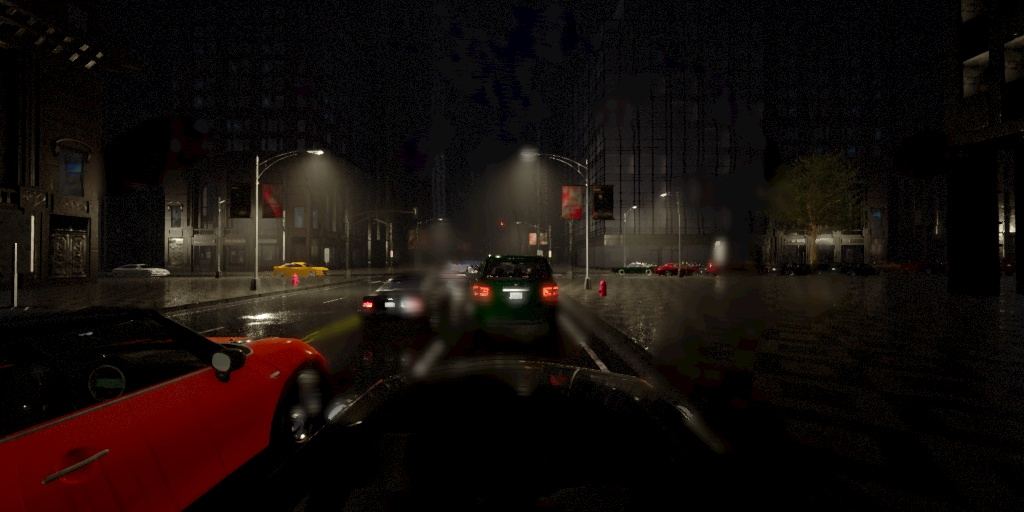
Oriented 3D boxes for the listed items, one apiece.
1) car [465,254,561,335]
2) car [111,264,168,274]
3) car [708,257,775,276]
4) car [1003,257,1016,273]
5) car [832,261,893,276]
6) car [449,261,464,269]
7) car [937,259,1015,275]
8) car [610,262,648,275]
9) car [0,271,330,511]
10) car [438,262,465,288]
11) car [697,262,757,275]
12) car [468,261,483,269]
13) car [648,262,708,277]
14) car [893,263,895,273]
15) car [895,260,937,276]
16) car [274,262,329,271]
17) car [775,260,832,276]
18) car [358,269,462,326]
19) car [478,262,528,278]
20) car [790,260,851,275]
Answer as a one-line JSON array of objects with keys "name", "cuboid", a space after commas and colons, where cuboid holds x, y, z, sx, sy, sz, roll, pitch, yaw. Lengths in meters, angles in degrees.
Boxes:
[{"name": "car", "cuboid": [0.114, 0.979, 10.641, 2.150, 2.045, 5.566, 0, 0, 0]}, {"name": "car", "cuboid": [-36.712, 1.517, 35.468, 4.674, 1.442, 1.812, 0, -1, 0]}, {"name": "car", "cuboid": [21.005, 1.041, 33.421, 5.009, 1.841, 2.192, 0, 0, -1]}, {"name": "car", "cuboid": [49.195, 0.972, 33.814, 5.009, 1.841, 2.192, 0, 0, -1]}, {"name": "car", "cuboid": [32.280, 1.259, 33.578, 4.313, 1.339, 1.948, 0, 0, -1]}, {"name": "car", "cuboid": [-9.718, 1.571, 63.188, 1.812, 1.442, 4.674, 0, 0, 1]}, {"name": "car", "cuboid": [43.556, 1.213, 33.735, 4.507, 1.381, 1.888, 0, 0, -1]}, {"name": "car", "cuboid": [13.210, 1.422, 39.088, 4.718, 1.301, 1.895, 0, -1, 0]}, {"name": "car", "cuboid": [-3.146, 1.102, 2.313, 2.097, 1.767, 4.553, 0, 0, 0]}, {"name": "car", "cuboid": [-3.123, 1.280, 21.462, 2.128, 1.511, 4.902, 0, 0, 0]}, {"name": "car", "cuboid": [23.460, 1.335, 39.235, 5.357, 1.411, 2.033, 0, -1, -1]}, {"name": "car", "cuboid": [-6.458, 1.599, 64.043, 2.033, 1.411, 5.357, 0, 0, 1]}, {"name": "car", "cuboid": [15.366, 1.327, 33.342, 4.207, 1.307, 1.802, 0, 0, -1]}, {"name": "car", "cuboid": [43.273, 1.295, 42.256, 4.829, 1.417, 1.751, 0, 0, -1]}, {"name": "car", "cuboid": [42.567, 1.179, 36.352, 5.008, 1.535, 1.882, 0, -1, 0]}, {"name": "car", "cuboid": [-20.727, 1.396, 35.382, 5.008, 1.535, 1.882, 0, -1, 2]}, {"name": "car", "cuboid": [26.642, 1.275, 33.499, 4.313, 1.339, 1.948, 0, 0, -1]}, {"name": "car", "cuboid": [-3.121, 1.307, 11.725, 2.033, 1.411, 5.357, 0, 0, 0]}, {"name": "car", "cuboid": [-0.882, 1.338, 35.660, 4.892, 1.490, 1.837, 0, -1, -1]}, {"name": "car", "cuboid": [33.762, 1.250, 39.362, 4.902, 1.511, 2.128, 0, -1, -1]}]
